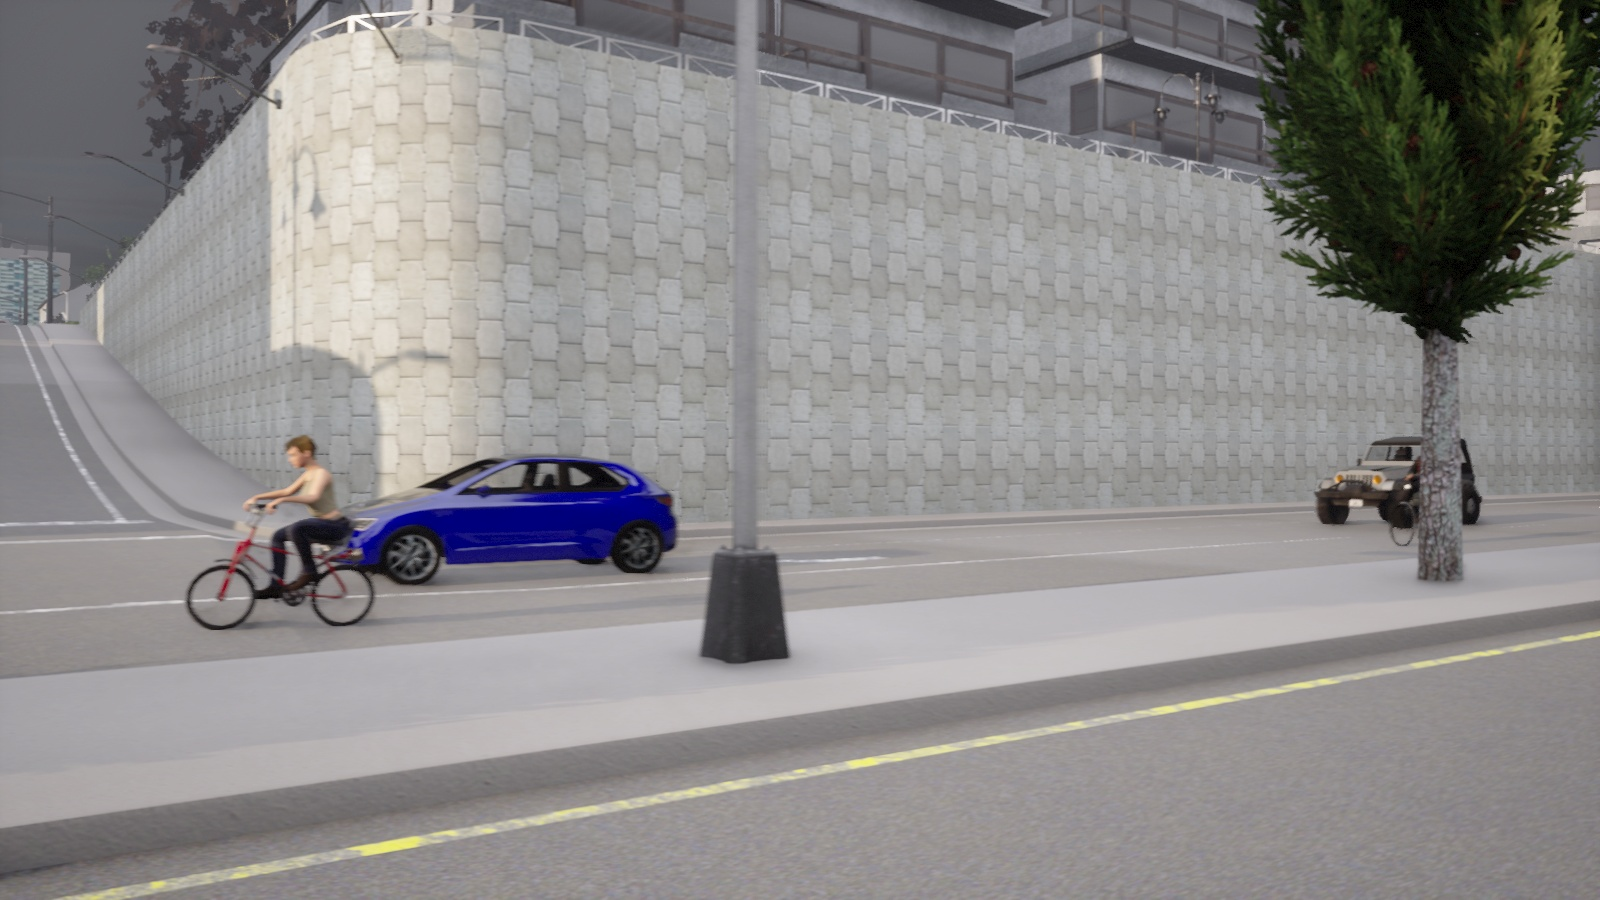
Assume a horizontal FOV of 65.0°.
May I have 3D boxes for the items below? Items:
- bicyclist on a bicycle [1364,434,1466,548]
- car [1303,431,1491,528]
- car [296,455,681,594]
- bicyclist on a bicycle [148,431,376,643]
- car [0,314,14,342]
[{"bbox_3d":[9.979,0.644,20.352,1.843,1.776,0.659,0,0,-35],"label":"bicyclist on a bicycle"},{"bbox_3d":[12.589,0.579,26.433,3.866,1.878,1.905,0,0,-35],"label":"car"},{"bbox_3d":[-3.740,0.804,15.253,4.193,1.474,1.816,0,0,-31],"label":"car"},{"bbox_3d":[-4.418,0.693,10.325,1.509,1.612,0.866,3,-2,-35],"label":"bicyclist on a bicycle"},{"bbox_3d":[-47.579,-6.906,71.314,4.674,1.442,1.812,-1,1,-12],"label":"car"}]
